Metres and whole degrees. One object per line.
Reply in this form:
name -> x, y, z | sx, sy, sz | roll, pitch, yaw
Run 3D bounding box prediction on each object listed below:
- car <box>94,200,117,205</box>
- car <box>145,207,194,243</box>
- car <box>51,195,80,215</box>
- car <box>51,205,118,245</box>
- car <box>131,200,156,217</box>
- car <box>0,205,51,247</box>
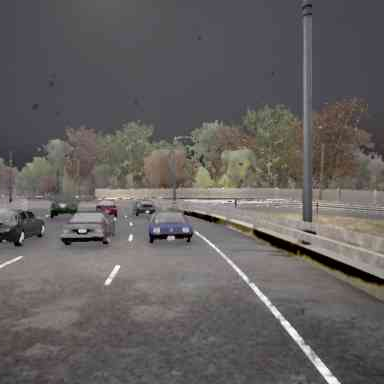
car -> -7.977, 1.483, 30.804 | 1.882, 1.535, 5.008 | 0, 0, -16
car -> -1.171, 1.614, 15.959 | 1.895, 1.301, 4.718 | 0, 0, -8
car -> -11.344, 1.256, 29.848 | 2.150, 2.045, 5.566 | 0, 0, -16
car -> -4.631, 1.561, 15.430 | 2.033, 1.411, 5.357 | 0, 0, -8
car -> -4.619, 1.515, 31.790 | 1.837, 1.490, 4.892 | 0, 0, -16
car -> -8.095, 1.514, 14.931 | 1.837, 1.490, 4.892 | 0, 0, -8
